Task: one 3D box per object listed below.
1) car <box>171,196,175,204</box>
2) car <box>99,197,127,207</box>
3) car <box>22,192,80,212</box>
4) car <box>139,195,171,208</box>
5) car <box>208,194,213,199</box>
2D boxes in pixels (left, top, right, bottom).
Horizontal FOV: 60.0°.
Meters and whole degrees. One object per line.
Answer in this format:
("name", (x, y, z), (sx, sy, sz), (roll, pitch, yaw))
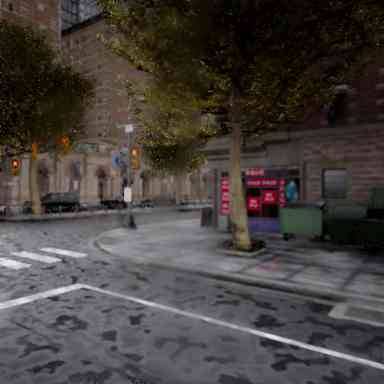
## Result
("car", (-4.353, 1.331, 52.816), (1.837, 1.490, 4.892), (0, 0, 36))
("car", (-11.258, 1.405, 48.671), (1.895, 1.301, 4.718), (0, 0, 36))
("car", (-14.028, 1.066, 33.459), (2.150, 2.045, 5.566), (0, 0, 36))
("car", (-5.301, 1.407, 45.551), (1.994, 1.385, 4.181), (0, 0, 36))
("car", (5.073, 0.836, 65.740), (2.097, 1.767, 4.553), (0, 0, 36))
